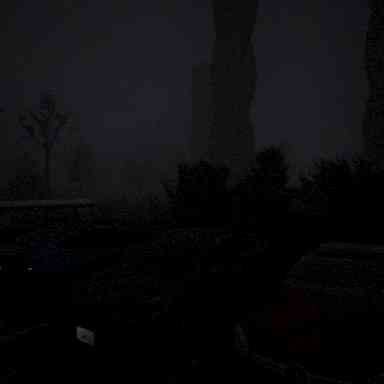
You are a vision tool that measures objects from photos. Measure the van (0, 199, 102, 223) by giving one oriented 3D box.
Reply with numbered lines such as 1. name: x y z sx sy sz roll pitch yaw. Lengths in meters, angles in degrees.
1. van: -4.419 1.206 9.659 1.878 1.987 4.442 1 0 35

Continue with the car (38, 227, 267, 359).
1. car: -0.021 1.497 6.348 2.163 1.488 4.792 0 0 35

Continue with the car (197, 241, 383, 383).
1. car: 2.245 1.518 4.774 2.002 1.452 4.674 0 0 35

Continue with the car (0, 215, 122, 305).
1. car: -2.228 1.479 7.992 2.163 1.488 4.792 0 0 35
